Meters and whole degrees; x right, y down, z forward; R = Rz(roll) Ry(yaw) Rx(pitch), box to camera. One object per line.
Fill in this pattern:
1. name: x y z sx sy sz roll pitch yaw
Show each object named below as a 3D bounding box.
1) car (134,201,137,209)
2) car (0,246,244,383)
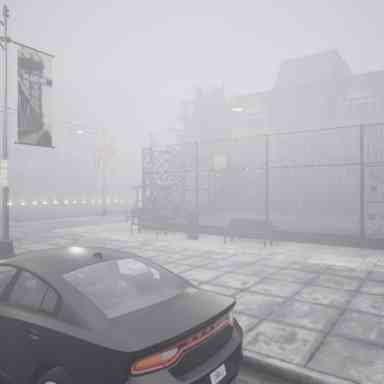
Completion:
1. car: -4.904 1.352 40.689 2.097 1.767 4.553 0 0 35
2. car: -1.785 1.480 4.405 5.008 1.535 2.097 0 0 35
